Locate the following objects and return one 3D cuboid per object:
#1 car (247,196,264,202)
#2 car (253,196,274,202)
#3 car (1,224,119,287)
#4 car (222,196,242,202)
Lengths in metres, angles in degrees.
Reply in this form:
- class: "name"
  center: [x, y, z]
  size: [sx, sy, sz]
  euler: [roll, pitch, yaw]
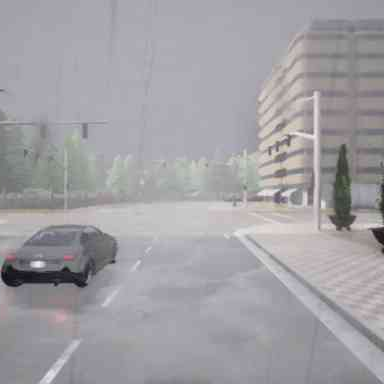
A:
- class: "car"
  center: [15.092, 1.743, 80.547]
  size: [4.674, 1.442, 1.812]
  euler: [0, 0, -33]
- class: "car"
  center: [18.519, 1.760, 86.405]
  size: [4.902, 1.511, 2.128]
  euler: [0, 0, -22]
- class: "car"
  center: [-3.417, 1.590, 9.423]
  size: [1.994, 1.385, 4.181]
  euler: [0, 0, 0]
- class: "car"
  center: [9.783, 1.761, 80.913]
  size: [5.357, 1.411, 2.033]
  euler: [0, 0, -37]
